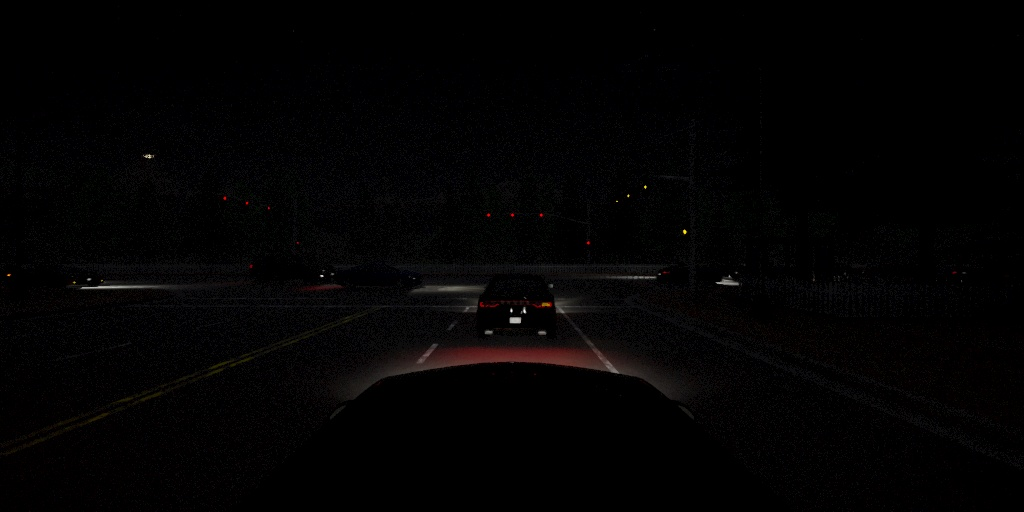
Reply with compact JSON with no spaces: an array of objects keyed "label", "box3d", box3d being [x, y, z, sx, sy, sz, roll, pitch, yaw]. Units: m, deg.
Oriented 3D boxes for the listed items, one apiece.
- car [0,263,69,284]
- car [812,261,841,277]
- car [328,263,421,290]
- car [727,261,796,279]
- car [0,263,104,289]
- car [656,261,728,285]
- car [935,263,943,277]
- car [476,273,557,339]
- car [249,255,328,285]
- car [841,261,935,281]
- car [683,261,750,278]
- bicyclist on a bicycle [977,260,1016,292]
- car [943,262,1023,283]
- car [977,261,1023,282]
[{"label":"car","box3d":[-35.045,1.220,25.502,4.674,1.442,1.812,0,0,-1]},{"label":"car","box3d":[27.748,1.186,32.309,4.902,1.511,2.128,0,0,2]},{"label":"car","box3d":[-8.121,1.208,21.969,5.008,1.535,1.882,0,0,0]},{"label":"car","box3d":[20.235,1.242,29.010,5.357,1.411,2.033,0,0,-1]},{"label":"car","box3d":[-28.007,1.258,22.053,4.181,1.385,1.994,0,0,0]},{"label":"car","box3d":[12.444,1.258,25.354,4.181,1.385,1.994,0,0,0]},{"label":"car","box3d":[37.672,1.295,31.591,4.718,1.301,1.895,0,0,9]},{"label":"car","box3d":[0.173,1.228,10.149,1.882,1.535,5.008,0,0,2]},{"label":"car","box3d":[-15.541,0.921,25.511,5.566,2.045,2.150,0,0,1]},{"label":"car","box3d":[29.988,1.172,28.739,5.008,1.535,1.882,0,0,3]},{"label":"car","box3d":[18.417,1.186,32.487,4.902,1.511,2.128,0,0,1]},{"label":"bicyclist on a bicycle","box3d":[22.821,0.995,17.011,0.582,1.620,1.656,0,0,0]},{"label":"car","box3d":[34.205,1.242,24.915,5.357,1.411,2.033,0,0,5]},{"label":"car","box3d":[39.925,1.172,27.570,5.008,1.535,1.882,0,0,14]}]
